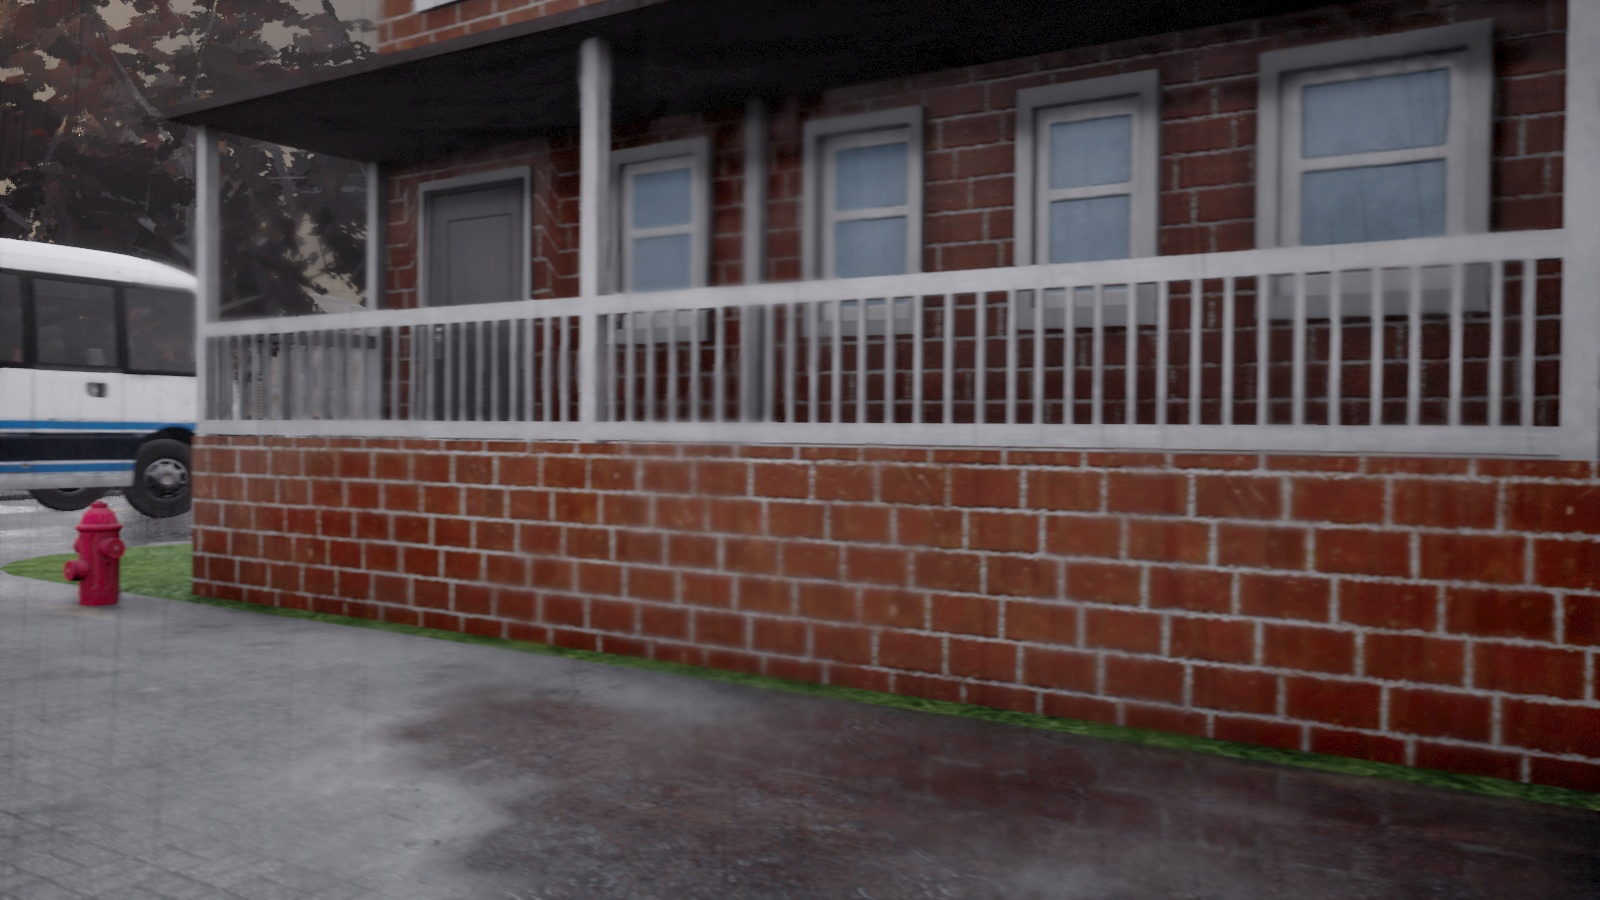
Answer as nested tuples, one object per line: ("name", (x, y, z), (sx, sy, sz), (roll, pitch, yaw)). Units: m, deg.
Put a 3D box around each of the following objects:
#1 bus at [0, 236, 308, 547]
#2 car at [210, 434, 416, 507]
("bus", (-12.724, -0.797, 18.054), (3.944, 4.253, 10.273), (0, 1, 30))
("car", (-10.630, 0.391, 27.655), (1.970, 1.475, 3.806), (0, 1, 32))
